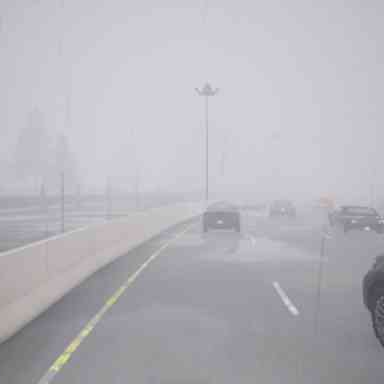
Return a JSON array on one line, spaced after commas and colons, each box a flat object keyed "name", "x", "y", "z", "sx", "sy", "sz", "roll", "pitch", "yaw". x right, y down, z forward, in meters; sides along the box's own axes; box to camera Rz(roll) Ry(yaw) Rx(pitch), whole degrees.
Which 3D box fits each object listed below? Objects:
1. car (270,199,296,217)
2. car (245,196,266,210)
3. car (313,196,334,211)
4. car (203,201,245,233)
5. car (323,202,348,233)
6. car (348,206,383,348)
[{"name": "car", "x": 7.526, "y": 1.290, "z": 27.500, "sx": 1.994, "sy": 1.385, "sz": 4.181, "roll": 0, "pitch": 1, "yaw": 16}, {"name": "car", "x": 6.797, "y": 1.166, "z": 36.191, "sx": 1.812, "sy": 1.442, "sz": 4.674, "roll": 0, "pitch": 0, "yaw": 21}, {"name": "car", "x": 13.813, "y": 1.130, "z": 34.943, "sx": 1.882, "sy": 1.535, "sz": 5.008, "roll": 0, "pitch": 0, "yaw": 21}, {"name": "car", "x": 1.793, "y": 1.292, "z": 18.544, "sx": 1.882, "sy": 1.535, "sz": 5.008, "roll": 0, "pitch": 1, "yaw": 10}, {"name": "car", "x": 8.759, "y": 1.421, "z": 18.039, "sx": 1.895, "sy": 1.301, "sz": 4.718, "roll": 0, "pitch": 1, "yaw": 10}, {"name": "car", "x": 3.662, "y": 1.191, "z": 2.758, "sx": 2.150, "sy": 2.045, "sz": 5.566, "roll": 0, "pitch": 0, "yaw": 1}]
